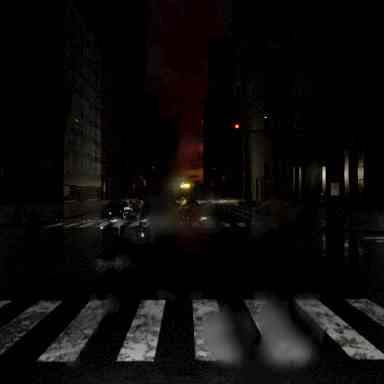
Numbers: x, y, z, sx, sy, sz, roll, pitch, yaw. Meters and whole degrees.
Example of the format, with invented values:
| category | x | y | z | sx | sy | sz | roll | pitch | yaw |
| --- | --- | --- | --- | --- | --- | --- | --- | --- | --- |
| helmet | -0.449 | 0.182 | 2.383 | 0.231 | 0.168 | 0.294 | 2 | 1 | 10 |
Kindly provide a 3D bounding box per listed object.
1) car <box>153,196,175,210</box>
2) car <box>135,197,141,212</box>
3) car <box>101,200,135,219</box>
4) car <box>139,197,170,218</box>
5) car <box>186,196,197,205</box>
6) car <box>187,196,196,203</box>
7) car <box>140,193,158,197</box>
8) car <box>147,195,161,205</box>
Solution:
| category | x | y | z | sx | sy | sz | roll | pitch | yaw |
| --- | --- | --- | --- | --- | --- | --- | --- | --- | --- |
| car | -3.423 | 1.530 | 40.132 | 1.812 | 1.442 | 4.674 | 0 | 0 | 0 |
| car | -6.667 | 1.605 | 38.821 | 1.895 | 1.301 | 4.718 | 0 | 0 | 0 |
| car | -6.665 | 1.507 | 29.558 | 1.837 | 1.490 | 4.892 | 0 | 0 | 0 |
| car | -3.400 | 1.480 | 30.851 | 1.882 | 1.535 | 5.008 | 0 | 0 | 0 |
| car | -0.009 | 1.555 | 59.265 | 2.033 | 1.411 | 5.357 | 0 | 0 | -1 |
| car | -0.077 | 1.570 | 70.904 | 1.994 | 1.385 | 4.181 | 0 | 0 | 0 |
| car | -6.677 | 1.227 | 48.732 | 2.150 | 2.045 | 5.566 | 0 | 0 | 0 |
| car | -6.661 | 1.360 | 58.994 | 2.097 | 1.767 | 4.553 | 0 | 0 | -1 |
